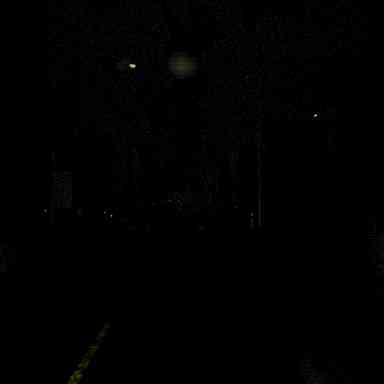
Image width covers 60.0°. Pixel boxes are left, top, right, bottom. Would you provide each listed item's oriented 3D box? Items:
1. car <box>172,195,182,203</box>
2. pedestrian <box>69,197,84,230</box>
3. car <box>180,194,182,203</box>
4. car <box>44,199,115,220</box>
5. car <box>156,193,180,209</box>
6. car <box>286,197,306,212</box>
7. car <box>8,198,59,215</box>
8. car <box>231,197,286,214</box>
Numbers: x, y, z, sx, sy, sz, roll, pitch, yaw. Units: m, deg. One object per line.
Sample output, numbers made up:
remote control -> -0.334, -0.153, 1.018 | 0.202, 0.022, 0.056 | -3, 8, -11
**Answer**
car -> -3.101, 1.405, 68.097 | 1.882, 1.535, 5.008 | 0, 0, 0
pedestrian -> -6.377, 1.137, 18.328 | 0.375, 1.860, 0.375 | 1, -1, 0
car -> -3.067, 1.422, 56.492 | 1.882, 1.535, 5.008 | 0, 0, 0
car -> -8.819, 1.462, 26.021 | 5.357, 1.411, 2.033 | -1, -1, 9
car -> -3.334, 1.185, 44.775 | 2.150, 2.045, 5.566 | 0, 0, 4
car -> 10.036, 1.298, 36.772 | 4.553, 1.767, 2.097 | -1, -1, 0
car -> -17.159, 1.514, 36.231 | 4.553, 1.767, 2.097 | 0, -1, -1
car -> 6.420, 1.399, 33.413 | 5.008, 1.535, 1.882 | -1, -1, -1
